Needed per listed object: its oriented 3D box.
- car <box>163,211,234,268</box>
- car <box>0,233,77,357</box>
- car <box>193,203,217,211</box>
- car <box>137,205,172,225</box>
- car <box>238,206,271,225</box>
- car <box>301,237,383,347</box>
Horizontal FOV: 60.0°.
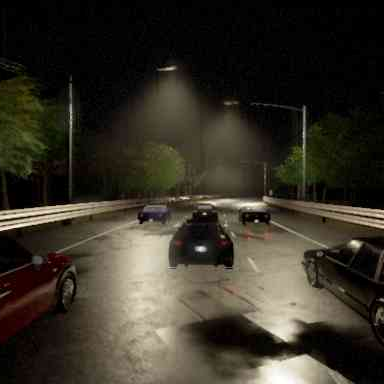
[{"bbox_3d":[0.314,1.573,11.314,1.994,1.385,4.181,0,0,2],"label":"car"},{"bbox_3d":[-3.349,1.351,4.765,2.097,1.767,4.553,0,0,1],"label":"car"},{"bbox_3d":[1.061,1.590,26.512,1.994,1.385,4.181,0,0,4],"label":"car"},{"bbox_3d":[-2.589,1.620,24.433,1.895,1.301,4.718,0,0,4],"label":"car"},{"bbox_3d":[4.409,1.629,24.192,1.895,1.301,4.718,0,0,4],"label":"car"},{"bbox_3d":[3.678,1.557,6.160,2.033,1.411,5.357,0,0,1],"label":"car"}]
